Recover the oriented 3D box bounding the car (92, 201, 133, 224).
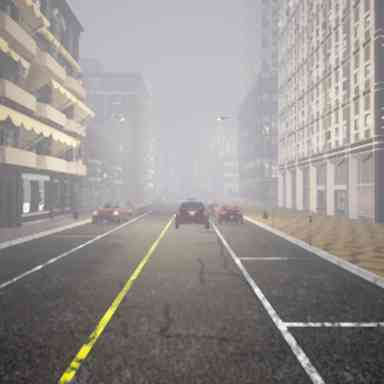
[{"bbox_3d":[-5.786,1.405,23.939,1.967,1.590,4.097,0,0,0],"label":"car"}]

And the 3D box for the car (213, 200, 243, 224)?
[{"bbox_3d":[2.594,1.499,23.974,1.887,1.381,4.507,0,0,0],"label":"car"}]

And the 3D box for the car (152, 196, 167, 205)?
[{"bbox_3d":[-5.929,1.468,57.830,2.008,1.369,4.403,0,0,0],"label":"car"}]

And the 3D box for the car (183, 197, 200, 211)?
[{"bbox_3d":[-0.069,1.409,41.261,1.882,1.535,5.008,0,0,0],"label":"car"}]

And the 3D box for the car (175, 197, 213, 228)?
[{"bbox_3d":[0.009,1.312,21.861,2.097,1.767,4.553,0,0,0],"label":"car"}]

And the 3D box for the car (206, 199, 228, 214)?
[{"bbox_3d":[2.546,1.488,35.271,2.008,1.369,4.403,0,0,0],"label":"car"}]

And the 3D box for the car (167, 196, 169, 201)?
[{"bbox_3d":[-5.952,1.461,63.478,2.008,1.369,4.403,0,0,0],"label":"car"}]

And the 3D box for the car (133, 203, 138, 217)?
[{"bbox_3d":[-5.810,1.537,29.587,1.802,1.307,4.206,0,0,0],"label":"car"}]
